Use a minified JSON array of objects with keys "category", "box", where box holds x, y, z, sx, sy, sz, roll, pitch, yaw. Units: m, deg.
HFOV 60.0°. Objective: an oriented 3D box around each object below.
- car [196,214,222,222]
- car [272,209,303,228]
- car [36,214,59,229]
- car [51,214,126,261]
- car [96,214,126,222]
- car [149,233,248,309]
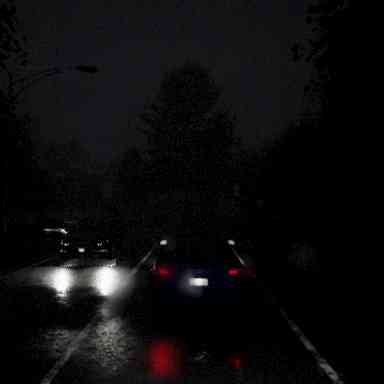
[{"category":"car","box":[3.173,4.862,62.226,4.902,1.511,2.128,-1,-4,22]},{"category":"car","box":[11.053,3.014,38.419,2.150,2.045,5.566,-2,-4,35]},{"category":"car","box":[-15.301,3.106,35.892,1.882,1.535,5.008,2,-4,-40]},{"category":"car","box":[-3.830,1.787,13.532,1.837,1.490,4.892,1,-2,-3]},{"category":"car","box":[-14.343,4.632,59.125,4.718,1.301,1.895,1,-4,-39]},{"category":"car","box":[0.136,1.675,8.133,1.994,1.385,4.181,0,-1,0]}]
